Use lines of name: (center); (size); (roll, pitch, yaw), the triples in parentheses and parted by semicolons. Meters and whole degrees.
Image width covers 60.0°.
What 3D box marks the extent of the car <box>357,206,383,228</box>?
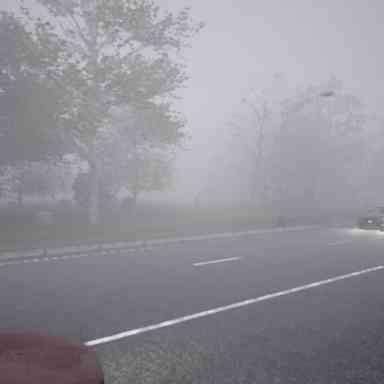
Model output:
car: (12.526, 1.639, 21.527); (4.181, 1.385, 1.994); (0, 0, -35)

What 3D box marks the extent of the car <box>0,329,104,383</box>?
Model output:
car: (-2.791, 1.521, 1.757); (4.674, 1.442, 1.812); (0, 0, -35)
